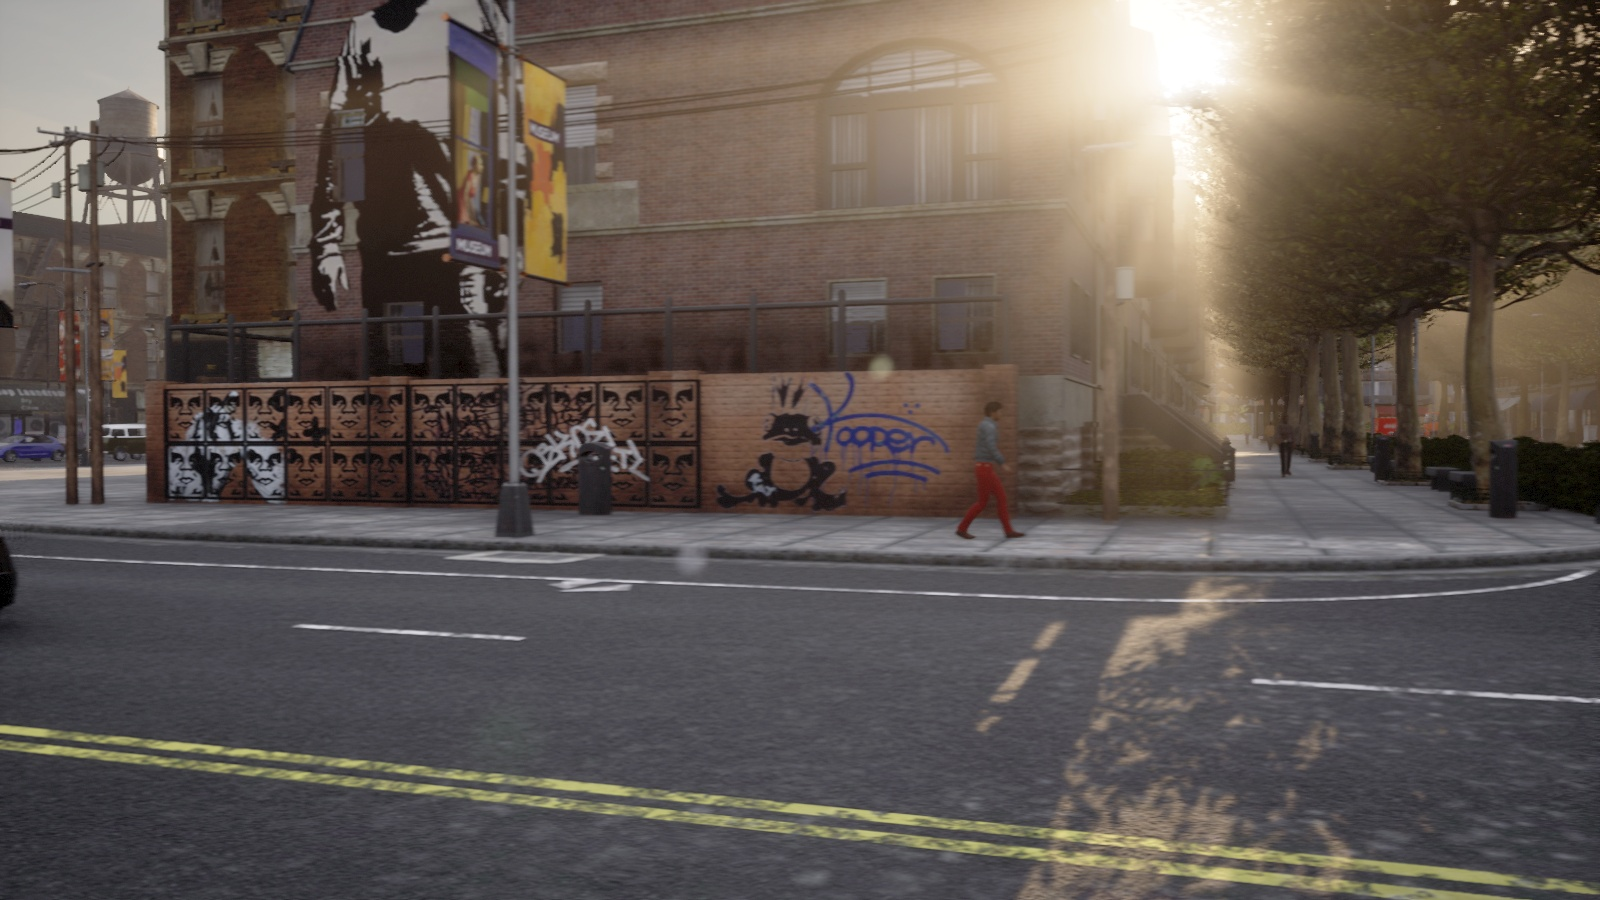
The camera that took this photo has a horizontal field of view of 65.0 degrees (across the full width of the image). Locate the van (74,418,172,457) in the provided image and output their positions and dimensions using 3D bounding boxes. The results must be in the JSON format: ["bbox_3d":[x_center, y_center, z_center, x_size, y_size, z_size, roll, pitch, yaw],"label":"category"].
[{"bbox_3d":[-37.025,-0.699,68.795,2.069,2.038,4.480,1,1,19],"label":"van"}]

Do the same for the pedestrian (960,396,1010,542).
[{"bbox_3d":[2.369,0.233,16.114,0.614,1.847,0.353,0,1,8],"label":"pedestrian"}]

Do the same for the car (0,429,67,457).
[{"bbox_3d":[-41.452,-0.391,66.679,1.816,1.474,4.193,1,1,19],"label":"car"}]

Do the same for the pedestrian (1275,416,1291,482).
[{"bbox_3d":[13.664,-0.036,35.520,0.331,1.846,0.634,0,1,13],"label":"pedestrian"}]

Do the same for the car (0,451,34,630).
[{"bbox_3d":[-8.444,0.700,9.830,4.181,1.385,1.994,1,1,20],"label":"car"}]

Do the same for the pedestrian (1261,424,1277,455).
[{"bbox_3d":[28.863,-0.649,77.275,0.874,1.855,0.900,1,1,20],"label":"pedestrian"}]
